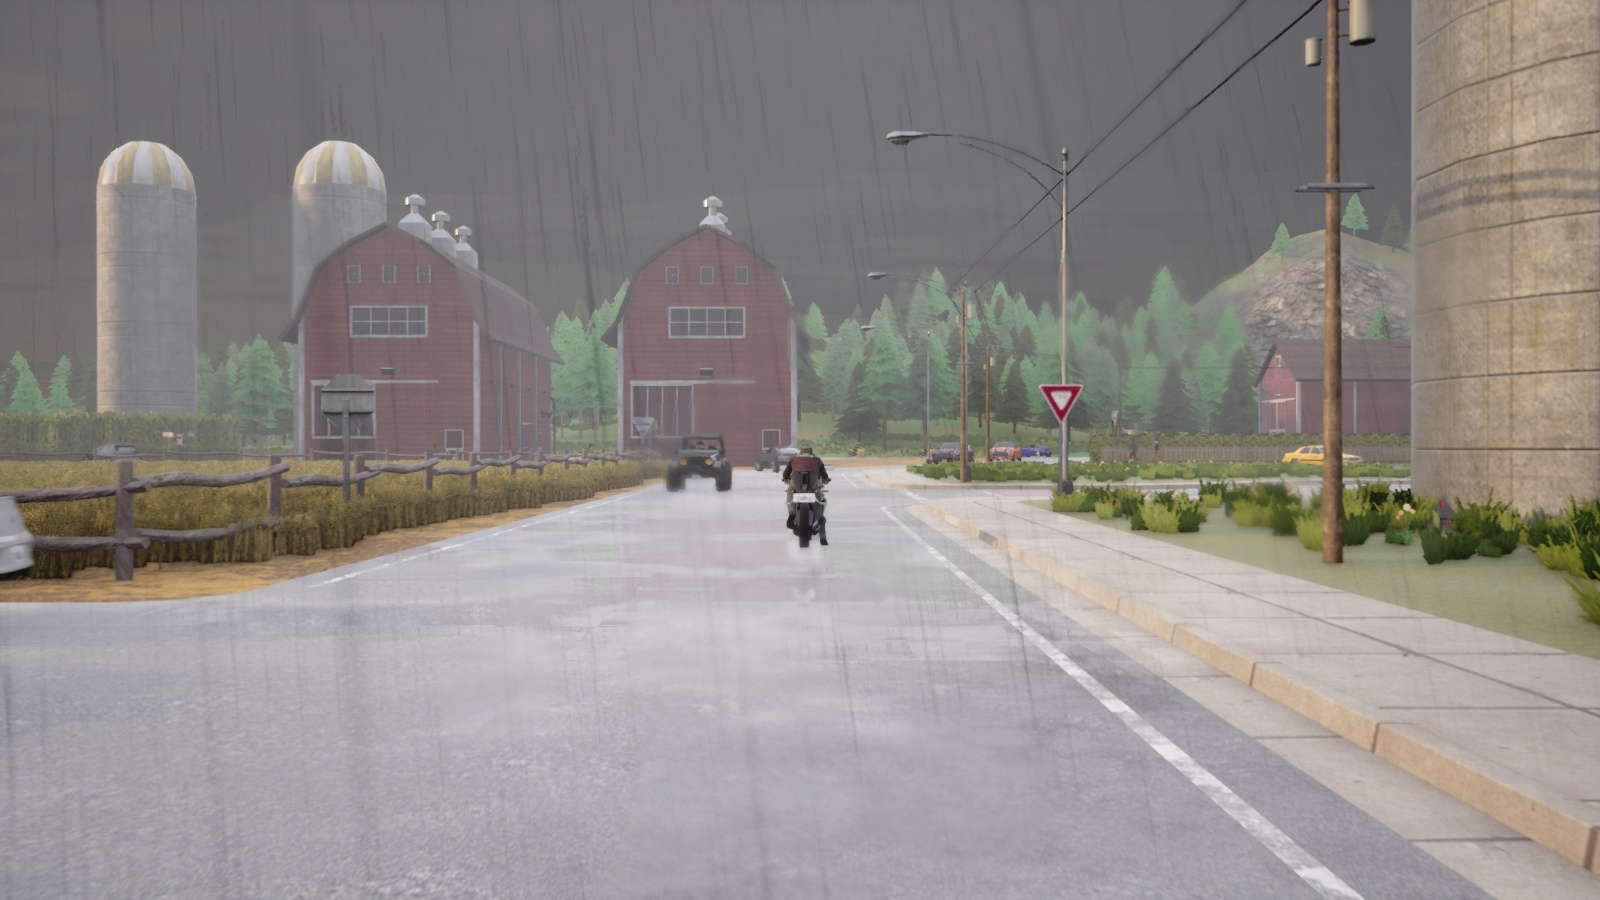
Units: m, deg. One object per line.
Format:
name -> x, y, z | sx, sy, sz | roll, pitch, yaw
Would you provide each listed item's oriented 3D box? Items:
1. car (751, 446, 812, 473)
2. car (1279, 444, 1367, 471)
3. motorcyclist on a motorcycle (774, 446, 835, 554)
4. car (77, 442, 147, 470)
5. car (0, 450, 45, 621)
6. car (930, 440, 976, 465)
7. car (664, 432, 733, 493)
car -> -1.056, 0.496, 68.390 | 1.812, 1.442, 4.674 | 0, 0, -20
car -> 30.912, 0.424, 74.407 | 1.801, 1.575, 5.366 | 0, 0, -17
motorcyclist on a motorcycle -> 0.090, 0.709, 19.017 | 0.866, 1.530, 2.191 | 0, 0, 2
car -> -42.426, 0.344, 77.380 | 4.856, 1.649, 2.033 | 0, 0, 38
car -> -9.092, 0.726, 10.276 | 4.674, 1.442, 1.812 | 0, 0, -14
car -> 10.897, 0.171, 89.460 | 2.097, 1.767, 4.553 | 0, 0, 23
car -> -3.250, 0.382, 40.971 | 1.905, 1.878, 3.866 | 0, 0, 0
